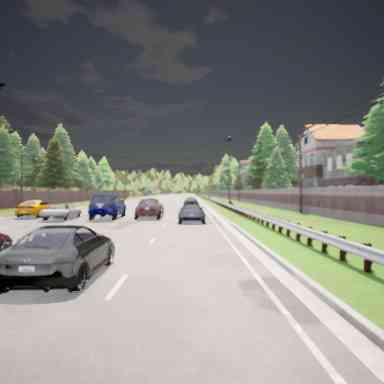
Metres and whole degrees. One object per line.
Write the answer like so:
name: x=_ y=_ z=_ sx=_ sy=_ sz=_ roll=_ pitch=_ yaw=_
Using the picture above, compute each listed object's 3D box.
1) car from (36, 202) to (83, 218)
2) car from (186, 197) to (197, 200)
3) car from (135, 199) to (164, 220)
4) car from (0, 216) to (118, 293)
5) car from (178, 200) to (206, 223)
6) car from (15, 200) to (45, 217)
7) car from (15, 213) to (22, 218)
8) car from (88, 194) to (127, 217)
car: x=-10.525 y=1.607 z=27.158 sx=1.895 sy=1.301 sz=4.718 roll=0 pitch=0 yaw=0
car: x=-0.101 y=1.469 z=42.367 sx=1.837 sy=1.490 sz=4.892 roll=0 pitch=0 yaw=0
car: x=-3.532 y=1.338 z=28.302 sx=2.097 sy=1.767 sz=4.553 roll=0 pitch=0 yaw=0
car: x=-3.434 y=1.566 z=8.903 sx=1.994 sy=1.385 sz=4.181 roll=0 pitch=0 yaw=0
car: x=-0.015 y=1.543 z=25.094 sx=1.994 sy=1.385 sz=4.181 roll=0 pitch=0 yaw=0
car: x=-14.039 y=1.492 z=30.167 sx=1.882 sy=1.535 sz=5.008 roll=0 pitch=0 yaw=0
car: x=-6.949 y=1.537 z=9.342 sx=1.812 sy=1.442 sz=4.674 roll=0 pitch=0 yaw=0
car: x=-7.030 y=1.217 z=28.023 sx=2.150 sy=2.045 sz=5.566 roll=0 pitch=0 yaw=0
